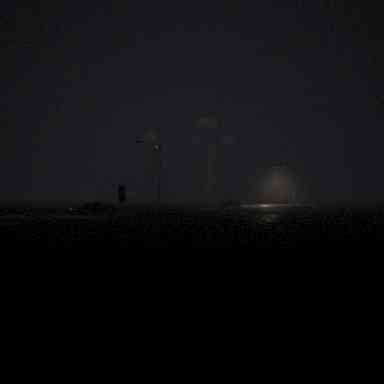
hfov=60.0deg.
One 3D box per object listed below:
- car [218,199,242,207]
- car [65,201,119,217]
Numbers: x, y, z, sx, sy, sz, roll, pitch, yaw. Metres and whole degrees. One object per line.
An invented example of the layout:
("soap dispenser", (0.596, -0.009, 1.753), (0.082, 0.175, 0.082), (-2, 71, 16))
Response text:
("car", (6.403, 1.792, 55.559), (2.033, 1.411, 5.357), (1, 0, 36))
("car", (-9.798, 1.644, 32.903), (2.033, 1.411, 5.357), (1, 0, 36))
